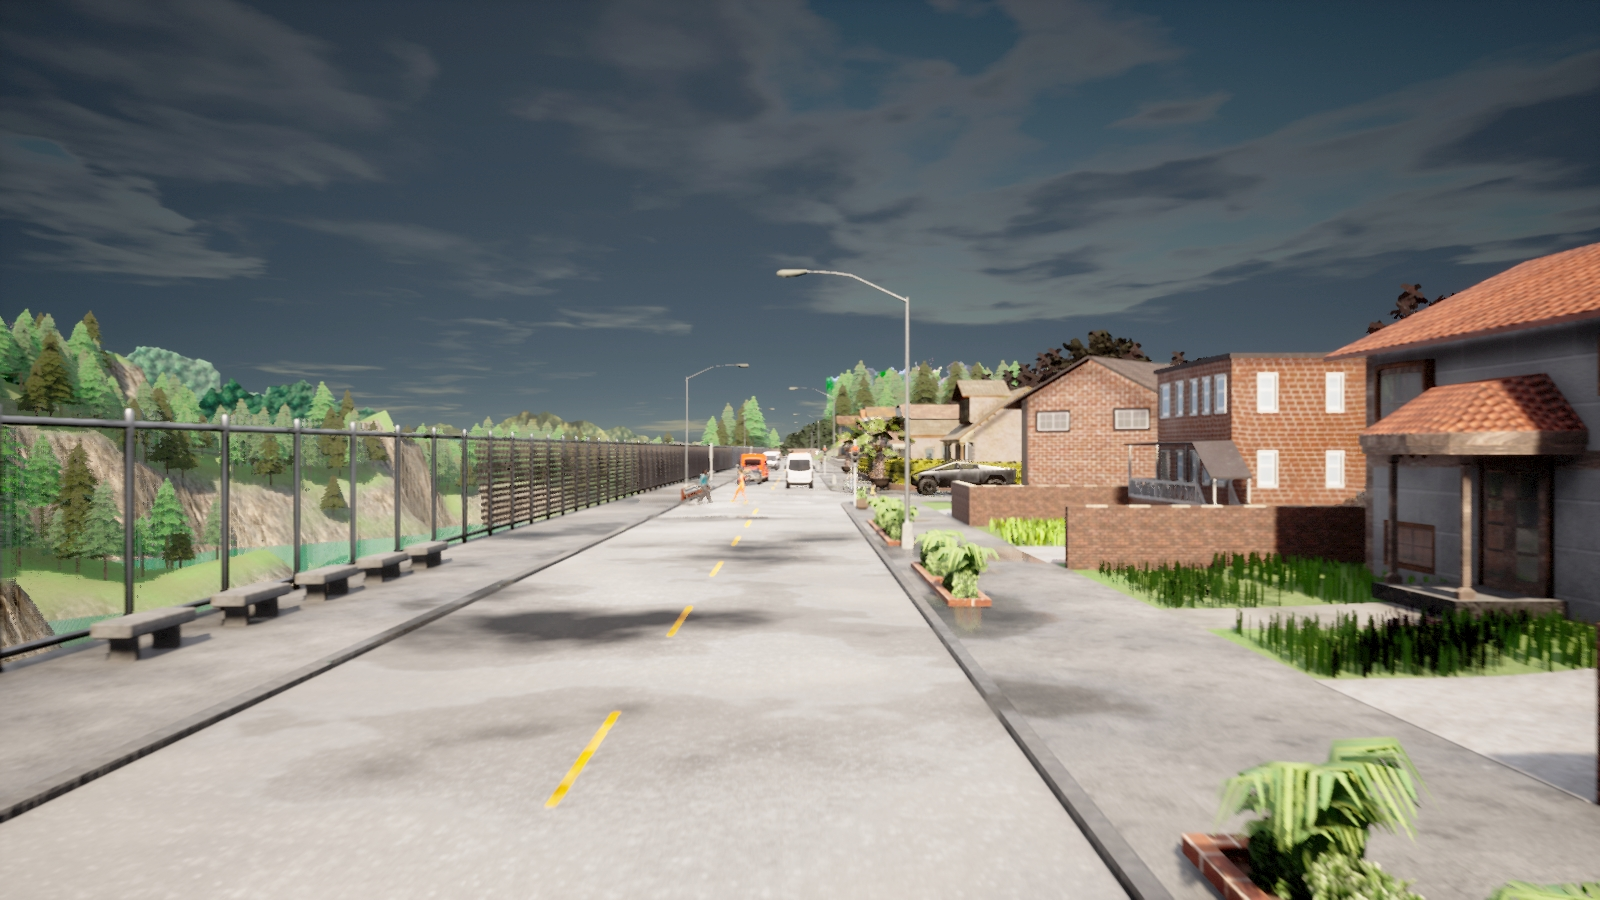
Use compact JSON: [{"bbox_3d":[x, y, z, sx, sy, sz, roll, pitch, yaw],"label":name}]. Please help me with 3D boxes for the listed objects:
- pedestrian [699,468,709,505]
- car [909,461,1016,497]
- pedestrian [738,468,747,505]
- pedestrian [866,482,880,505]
[{"bbox_3d":[-4.924,1.848,58.458,0.375,1.860,0.375,0,0,26],"label":"pedestrian"},{"bbox_3d":[9.914,1.754,70.067,6.274,2.098,2.390,0,0,0],"label":"car"},{"bbox_3d":[-2.926,1.848,58.236,0.375,1.860,0.375,0,0,23],"label":"pedestrian"},{"bbox_3d":[3.565,2.125,55.644,0.500,1.100,0.500,0,0,-41],"label":"pedestrian"}]
